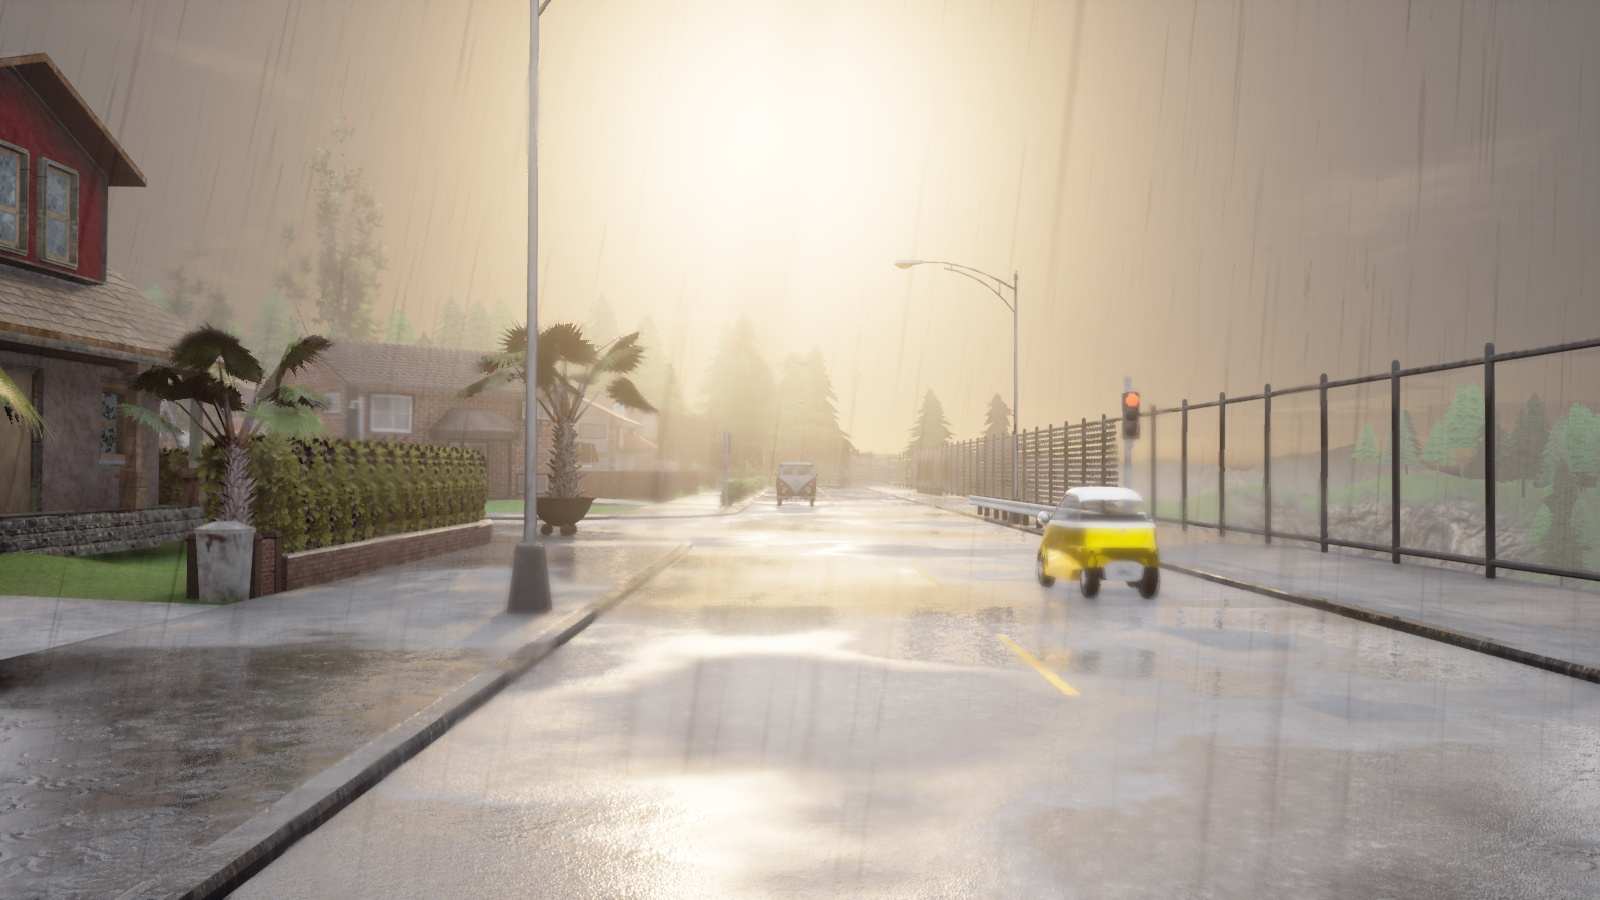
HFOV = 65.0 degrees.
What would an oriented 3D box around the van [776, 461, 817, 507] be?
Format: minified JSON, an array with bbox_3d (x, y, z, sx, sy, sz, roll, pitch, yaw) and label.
[{"bbox_3d":[-0.157,1.509,56.159,1.775,1.987,4.442,0,-1,0],"label":"van"}]

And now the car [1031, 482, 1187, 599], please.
[{"bbox_3d":[3.959,1.128,16.375,1.481,1.376,2.207,0,-1,0],"label":"car"}]
